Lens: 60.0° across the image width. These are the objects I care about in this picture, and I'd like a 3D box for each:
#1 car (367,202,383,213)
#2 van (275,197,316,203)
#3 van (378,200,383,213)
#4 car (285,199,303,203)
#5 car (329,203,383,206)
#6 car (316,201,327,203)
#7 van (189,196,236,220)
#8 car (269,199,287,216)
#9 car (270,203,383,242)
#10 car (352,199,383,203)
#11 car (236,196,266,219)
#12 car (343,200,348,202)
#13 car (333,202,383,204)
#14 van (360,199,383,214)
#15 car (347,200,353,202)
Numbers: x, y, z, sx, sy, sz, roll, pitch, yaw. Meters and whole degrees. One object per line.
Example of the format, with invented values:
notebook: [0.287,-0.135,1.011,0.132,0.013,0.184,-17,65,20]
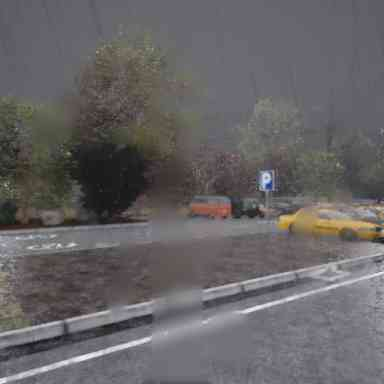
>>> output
car: [28.681,2.336,48.765,2.097,1.535,5.008,2,-1,-35]
van: [10.575,1.600,36.005,1.878,1.987,4.442,2,-1,-35]
van: [30.890,2.187,50.189,1.878,1.987,4.442,2,-1,-35]
car: [8.386,1.763,34.294,2.231,1.521,4.892,2,-1,-35]
car: [9.021,1.592,18.703,2.231,1.521,4.892,1,-1,-35]
car: [12.915,1.764,37.489,2.185,1.767,4.553,2,-1,-35]
van: [1.455,1.367,29.509,1.878,1.987,4.442,1,-1,-35]
car: [6.237,1.697,32.544,1.946,1.575,5.366,1,-1,-35]
car: [6.877,1.548,16.941,1.946,1.575,5.366,1,-1,-35]
car: [13.527,1.570,21.944,2.185,1.767,4.553,2,-1,-35]
car: [3.863,1.391,31.114,2.435,2.045,5.566,1,-1,-35]
car: [15.051,1.951,39.043,2.097,1.535,5.008,2,-1,-35]
car: [11.278,1.639,20.311,2.097,1.535,5.008,1,-1,-35]
van: [26.501,2.047,47.061,1.878,1.987,4.442,2,-1,-35]
car: [17.409,2.017,40.723,2.097,1.535,5.008,2,-1,-35]
